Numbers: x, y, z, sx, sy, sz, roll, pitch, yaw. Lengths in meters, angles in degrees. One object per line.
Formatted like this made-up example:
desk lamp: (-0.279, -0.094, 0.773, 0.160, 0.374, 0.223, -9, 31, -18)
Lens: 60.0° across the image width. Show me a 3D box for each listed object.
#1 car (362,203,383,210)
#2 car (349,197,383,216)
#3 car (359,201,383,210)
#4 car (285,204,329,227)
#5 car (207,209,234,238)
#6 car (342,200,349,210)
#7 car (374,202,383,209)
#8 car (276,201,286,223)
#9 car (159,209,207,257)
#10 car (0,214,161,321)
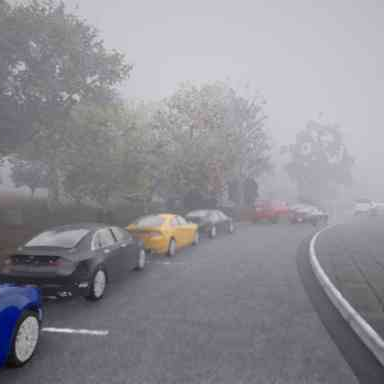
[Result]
car: (40.859, 3.135, 74.309, 4.792, 1.488, 2.163, -2, -3, 24)
car: (20.440, 1.622, 37.929, 5.566, 2.045, 2.150, 0, -2, -44)
car: (38.854, 2.916, 72.186, 4.553, 1.767, 2.185, -2, -3, 24)
car: (9.045, 1.813, 25.514, 1.812, 1.442, 4.674, -2, -2, 36)
car: (0.956, 1.746, 19.249, 2.231, 1.521, 4.892, -1, -2, 26)
car: (32.685, 2.608, 65.876, 5.566, 2.045, 2.435, -2, -3, 24)
car: (47.223, 3.287, 80.545, 5.366, 1.575, 1.946, -2, -3, 24)
car: (10.912, 1.949, 33.491, 2.097, 1.535, 5.008, -2, -2, 43)
car: (-1.165, 1.649, 13.915, 2.097, 1.535, 5.008, -1, -1, 18)
car: (-2.596, 1.538, 8.507, 2.231, 1.521, 4.892, 0, -1, 9)
